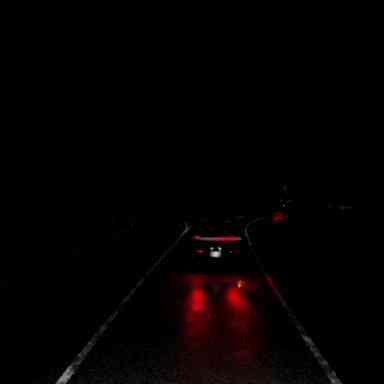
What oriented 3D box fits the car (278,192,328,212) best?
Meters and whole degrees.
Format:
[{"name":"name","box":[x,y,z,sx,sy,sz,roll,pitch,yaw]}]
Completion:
[{"name":"car","box":[9.662,0.757,28.716,4.892,1.490,1.837,-4,6,-30]}]

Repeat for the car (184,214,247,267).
[{"name":"car","box":[0.828,1.510,11.565,2.128,1.511,4.902,1,0,4]}]
